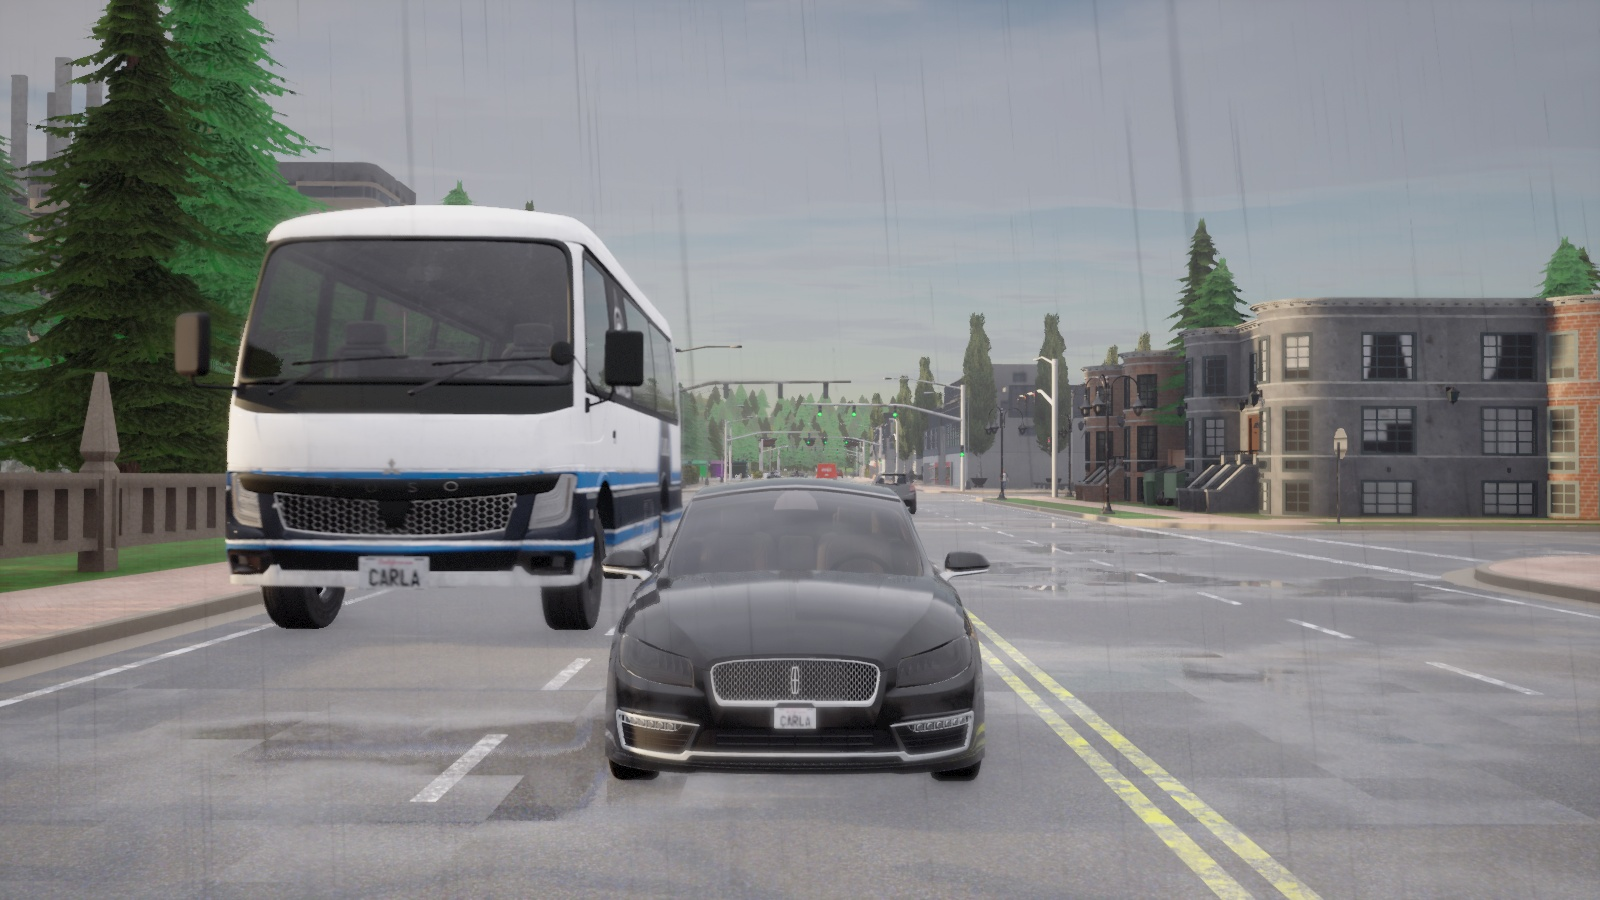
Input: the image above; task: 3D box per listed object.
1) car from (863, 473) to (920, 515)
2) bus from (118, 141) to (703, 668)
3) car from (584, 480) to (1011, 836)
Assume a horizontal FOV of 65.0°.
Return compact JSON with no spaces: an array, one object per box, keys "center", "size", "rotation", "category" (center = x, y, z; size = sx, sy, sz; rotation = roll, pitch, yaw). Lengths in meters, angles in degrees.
[{"center":[3.390,1.602,47.013],"size":[1.845,1.501,3.633],"rotation":[0,-1,0],"category":"car"},{"center":[-3.541,-0.292,15.288],"size":[3.944,4.253,10.273],"rotation":[0,-1,0],"category":"bus"},{"center":[-0.018,0.951,7.864],"size":[1.837,1.490,4.892],"rotation":[0,-1,0],"category":"car"}]
